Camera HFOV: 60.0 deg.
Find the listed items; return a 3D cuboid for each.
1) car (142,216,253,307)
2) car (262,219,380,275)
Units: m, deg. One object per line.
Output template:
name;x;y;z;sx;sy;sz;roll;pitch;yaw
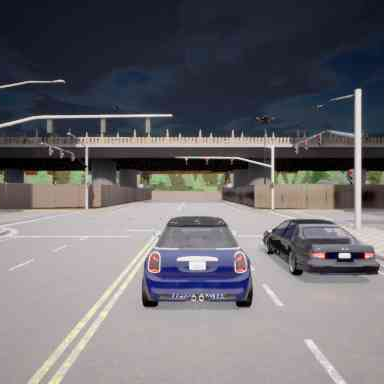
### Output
car;0.100;1.352;8.135;2.097;1.767;4.553;0;0;0
car;3.600;1.547;10.356;2.033;1.411;5.357;0;0;0
